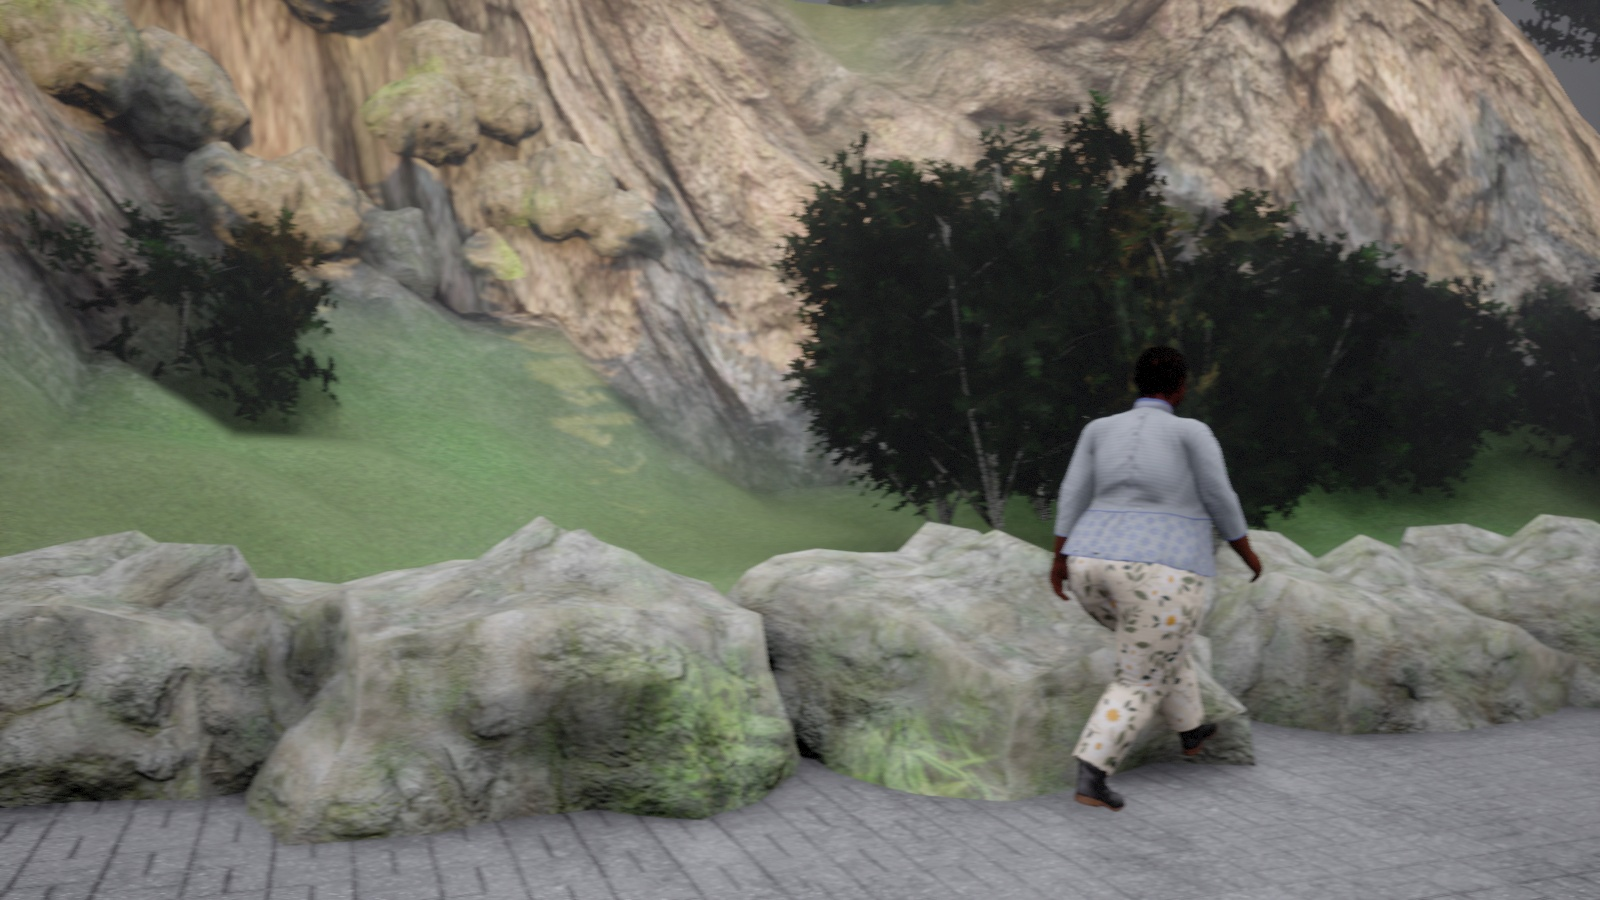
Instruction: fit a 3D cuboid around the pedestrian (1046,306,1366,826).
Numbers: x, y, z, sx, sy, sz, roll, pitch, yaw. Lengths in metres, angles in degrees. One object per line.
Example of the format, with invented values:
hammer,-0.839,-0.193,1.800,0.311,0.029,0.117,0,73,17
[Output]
pedestrian,1.643,0.406,5.097,0.900,1.855,0.874,-1,1,-39
